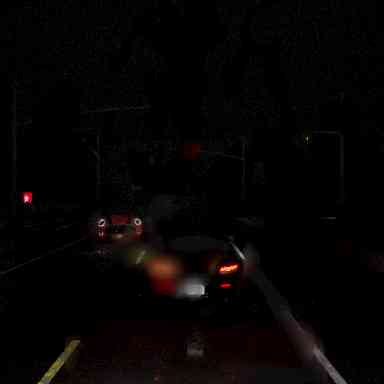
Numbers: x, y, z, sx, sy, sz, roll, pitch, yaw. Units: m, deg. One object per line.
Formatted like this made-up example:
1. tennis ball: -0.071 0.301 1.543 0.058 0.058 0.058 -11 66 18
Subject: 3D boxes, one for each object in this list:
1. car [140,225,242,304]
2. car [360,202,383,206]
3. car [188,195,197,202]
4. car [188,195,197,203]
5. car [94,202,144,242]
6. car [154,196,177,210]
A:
1. car: 0.080 1.526 8.028 1.812 1.442 4.674 0 0 0
2. car: 15.566 1.528 28.590 5.357 1.411 2.033 0 0 -6
3. car: 0.078 1.525 80.822 2.128 1.511 4.902 0 0 0
4. car: 0.091 1.596 70.372 1.895 1.301 4.718 0 0 0
5. car: -3.676 1.352 16.618 2.097 1.767 4.553 0 0 -15
6. car: -3.551 1.352 42.326 2.097 1.767 4.553 0 0 2
